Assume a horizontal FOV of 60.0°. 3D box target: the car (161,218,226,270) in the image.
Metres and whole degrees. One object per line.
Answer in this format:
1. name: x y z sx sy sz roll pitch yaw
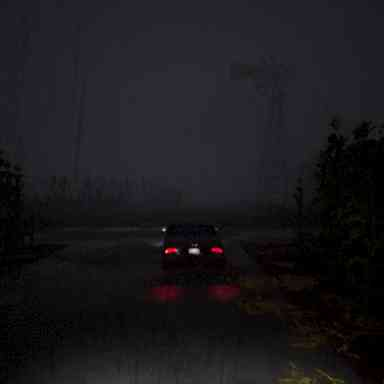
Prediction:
1. car: -0.040 1.590 11.155 2.033 1.411 5.357 0 0 -2
